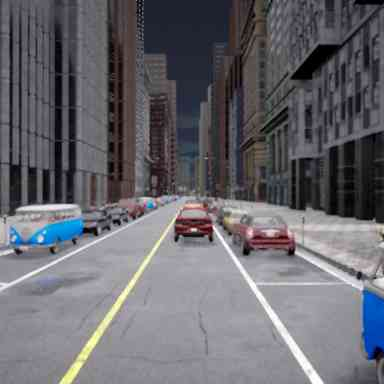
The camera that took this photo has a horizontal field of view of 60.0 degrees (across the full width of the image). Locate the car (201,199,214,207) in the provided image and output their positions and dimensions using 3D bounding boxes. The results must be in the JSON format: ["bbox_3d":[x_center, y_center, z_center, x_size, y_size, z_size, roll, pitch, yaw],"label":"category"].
[{"bbox_3d":[2.676,1.918,58.669,1.947,1.339,4.313,0,0,0],"label":"car"}]

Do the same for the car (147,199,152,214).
[{"bbox_3d":[-5.817,1.761,36.102,1.887,1.381,4.507,0,0,0],"label":"car"}]

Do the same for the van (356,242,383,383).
[{"bbox_3d":[2.756,1.356,2.308,1.690,1.788,3.998,0,0,0],"label":"van"}]

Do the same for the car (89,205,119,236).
[{"bbox_3d":[-5.793,1.681,19.192,1.947,1.339,4.313,0,0,0],"label":"car"}]

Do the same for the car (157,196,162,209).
[{"bbox_3d":[-5.833,1.724,47.376,1.967,1.590,4.097,0,0,0],"label":"car"}]

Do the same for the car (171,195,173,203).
[{"bbox_3d":[-5.873,1.980,75.388,1.752,1.417,4.829,0,0,0],"label":"car"}]

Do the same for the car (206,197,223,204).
[{"bbox_3d":[2.708,1.657,36.124,1.967,1.590,4.097,0,0,0],"label":"car"}]

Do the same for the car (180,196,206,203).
[{"bbox_3d":[0.049,1.561,34.891,2.097,1.767,4.553,0,0,0],"label":"car"}]

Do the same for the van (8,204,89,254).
[{"bbox_3d":[-5.785,1.423,13.557,1.690,1.788,3.998,0,0,0],"label":"van"}]

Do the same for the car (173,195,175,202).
[{"bbox_3d":[-5.882,2.042,81.194,2.008,1.369,4.403,0,0,0],"label":"car"}]

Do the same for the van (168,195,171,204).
[{"bbox_3d":[-5.866,1.762,69.923,1.690,1.788,3.998,0,0,0],"label":"van"}]

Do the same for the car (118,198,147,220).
[{"bbox_3d":[-5.810,1.498,30.466,2.192,1.841,5.009,0,0,0],"label":"car"}]

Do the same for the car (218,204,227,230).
[{"bbox_3d":[2.732,1.642,19.386,1.752,1.417,4.829,0,0,0],"label":"car"}]

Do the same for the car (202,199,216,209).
[{"bbox_3d":[2.684,1.863,53.033,1.887,1.381,4.507,0,0,0],"label":"car"}]

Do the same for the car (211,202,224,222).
[{"bbox_3d":[2.724,1.700,24.852,2.008,1.369,4.403,0,0,0],"label":"car"}]

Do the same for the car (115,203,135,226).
[{"bbox_3d":[-5.801,1.715,24.829,1.947,1.339,4.313,0,0,0],"label":"car"}]

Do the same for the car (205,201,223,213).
[{"bbox_3d":[2.700,1.817,41.760,1.947,1.339,4.313,0,0,0],"label":"car"}]

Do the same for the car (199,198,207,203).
[{"bbox_3d":[2.643,2.057,81.213,1.947,1.339,4.313,0,0,0],"label":"car"}]

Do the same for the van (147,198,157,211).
[{"bbox_3d":[-5.826,1.592,41.740,1.690,1.788,3.998,0,0,0],"label":"van"}]

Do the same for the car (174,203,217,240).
[{"bbox_3d":[0.075,1.583,17.570,1.882,1.535,5.008,0,0,0],"label":"car"}]

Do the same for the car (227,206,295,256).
[{"bbox_3d":[2.740,1.522,13.580,1.967,1.590,4.097,0,0,0],"label":"car"}]

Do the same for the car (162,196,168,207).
[{"bbox_3d":[-5.850,1.792,58.649,1.967,1.590,4.097,0,0,0],"label":"car"}]
